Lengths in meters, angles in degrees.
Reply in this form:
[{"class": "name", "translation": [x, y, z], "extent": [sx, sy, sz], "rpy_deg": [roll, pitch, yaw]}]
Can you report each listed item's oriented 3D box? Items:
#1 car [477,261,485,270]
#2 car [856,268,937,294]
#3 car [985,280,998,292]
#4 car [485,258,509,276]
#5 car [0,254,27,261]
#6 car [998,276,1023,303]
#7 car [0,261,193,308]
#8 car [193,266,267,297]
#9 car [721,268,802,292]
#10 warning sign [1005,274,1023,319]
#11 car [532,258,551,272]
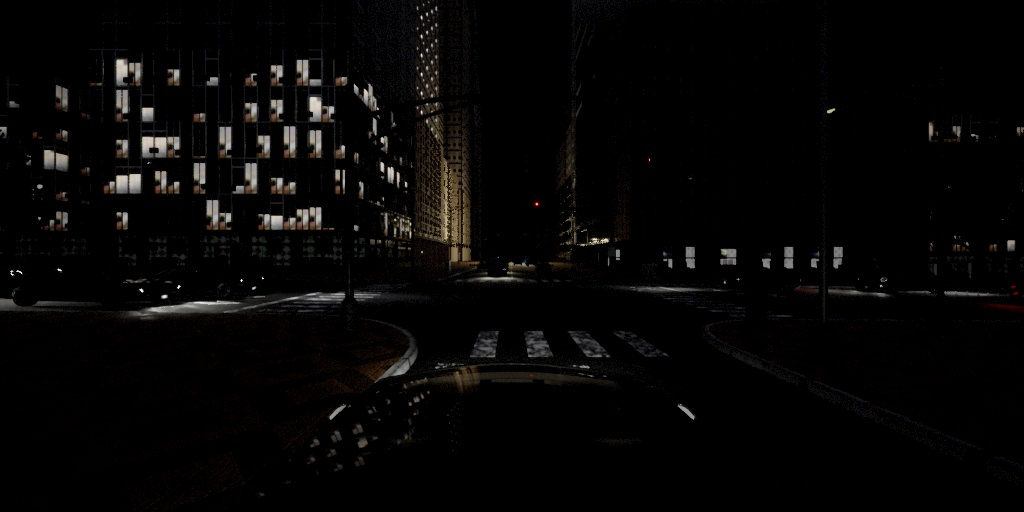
[{"class": "car", "translation": [-3.994, 1.343, 51.050], "extent": [1.802, 1.307, 4.207], "rpy_deg": [0, 0, 0]}, {"class": "car", "translation": [26.746, 1.606, 24.885], "extent": [4.553, 1.767, 2.097], "rpy_deg": [1, 0, -3]}, {"class": "car", "translation": [36.761, 2.035, 25.336], "extent": [4.718, 1.301, 1.895], "rpy_deg": [1, 0, -2]}, {"class": "car", "translation": [-1.475, 1.245, 37.099], "extent": [1.882, 1.535, 5.008], "rpy_deg": [0, 0, 0]}, {"class": "car", "translation": [-22.916, 0.706, 15.911], "extent": [4.553, 1.767, 2.097], "rpy_deg": [1, 0, -3]}, {"class": "car", "translation": [28.462, 1.792, 18.256], "extent": [4.892, 1.490, 1.837], "rpy_deg": [1, 0, -3]}, {"class": "car", "translation": [-15.290, 1.042, 13.035], "extent": [5.357, 1.411, 2.033], "rpy_deg": [1, 0, 0]}, {"class": "car", "translation": [-14.011, 1.118, 16.315], "extent": [4.718, 1.301, 1.895], "rpy_deg": [1, 0, -3]}, {"class": "car", "translation": [16.900, 1.569, 24.437], "extent": [4.902, 1.511, 2.128], "rpy_deg": [1, 0, -3]}, {"class": "warning sign", "translation": [17.281, 1.204, 11.741], "extent": [1.060, 1.860, 1.300], "rpy_deg": [0, 0, -3]}, {"class": "car", "translation": [3.955, 1.329, 45.552], "extent": [1.948, 1.339, 4.313], "rpy_deg": [0, 0, 0]}]
